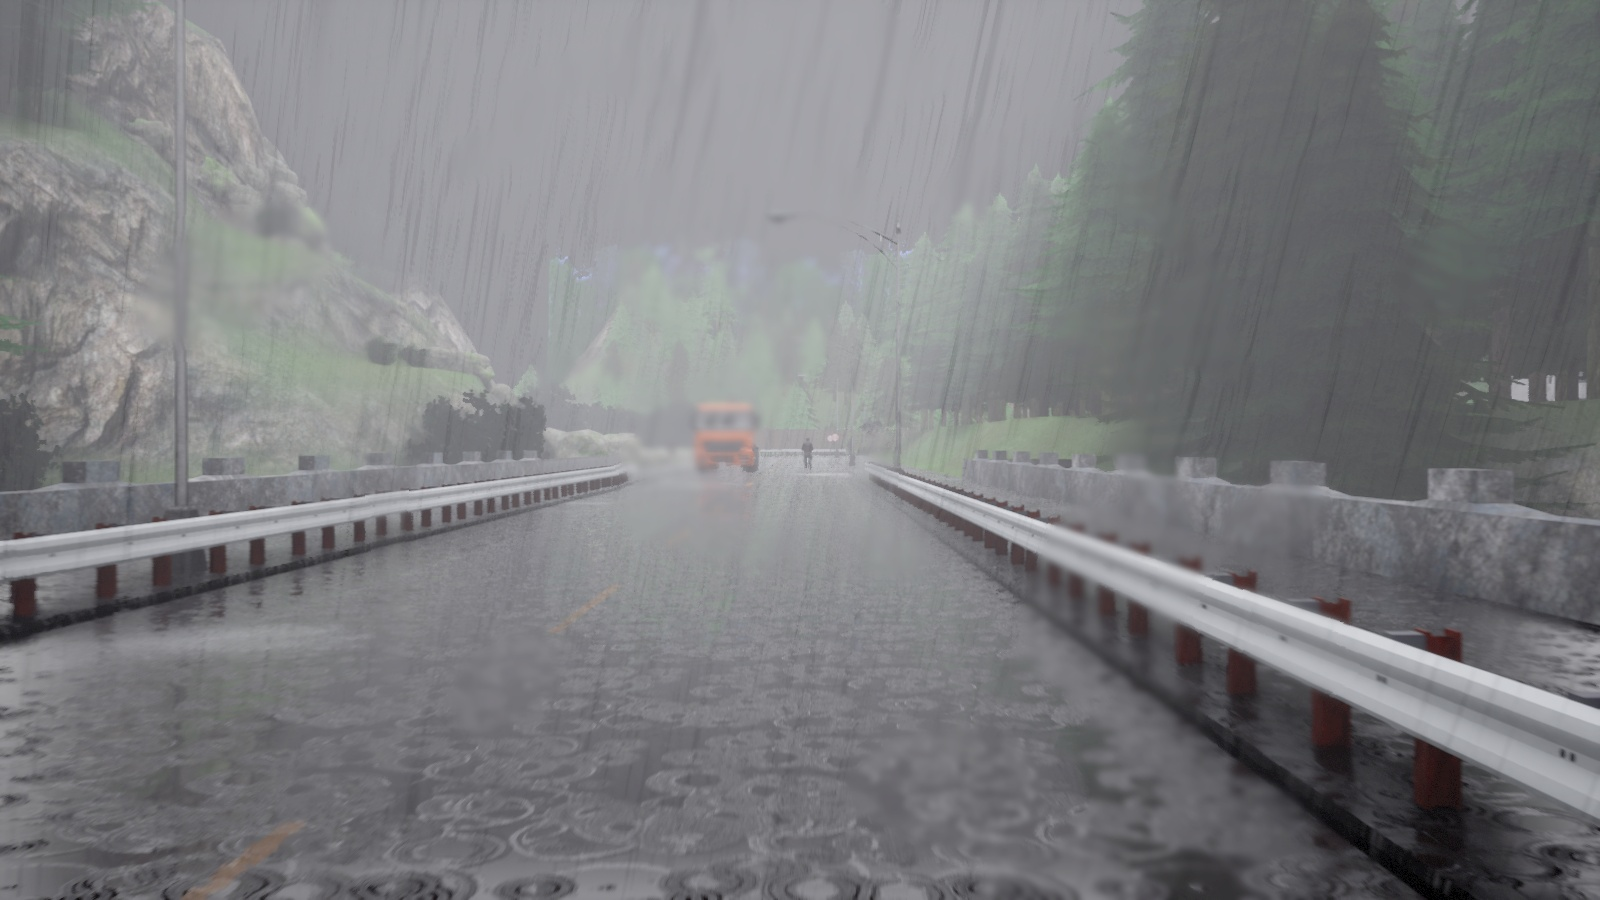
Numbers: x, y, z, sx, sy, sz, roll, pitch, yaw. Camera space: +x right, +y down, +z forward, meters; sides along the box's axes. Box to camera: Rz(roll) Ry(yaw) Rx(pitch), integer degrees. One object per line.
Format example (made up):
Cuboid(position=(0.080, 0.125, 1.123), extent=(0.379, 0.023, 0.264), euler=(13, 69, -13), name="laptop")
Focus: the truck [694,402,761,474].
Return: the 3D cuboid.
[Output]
Cuboid(position=(-3.604, -0.599, 63.941), extent=(2.891, 3.462, 7.936), euler=(0, 0, 0), name="truck")
